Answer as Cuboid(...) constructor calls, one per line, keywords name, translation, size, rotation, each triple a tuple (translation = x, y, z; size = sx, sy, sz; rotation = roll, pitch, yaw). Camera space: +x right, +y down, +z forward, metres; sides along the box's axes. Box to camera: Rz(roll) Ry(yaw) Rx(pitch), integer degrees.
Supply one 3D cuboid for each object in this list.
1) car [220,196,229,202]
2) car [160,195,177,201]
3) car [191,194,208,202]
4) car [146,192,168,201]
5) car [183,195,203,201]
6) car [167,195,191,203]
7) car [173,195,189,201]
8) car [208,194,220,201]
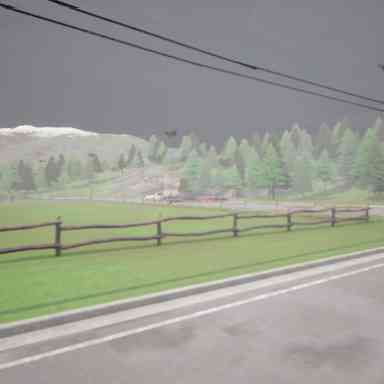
Cuboid(name="car", translation=(6.019, 1.471, 73.658), size=(1.895, 1.301, 4.718), rotation=(0, 0, -35))
Cuboid(name="car", translation=(-5.565, 1.434, 77.967), size=(1.895, 1.301, 4.718), rotation=(0, 0, -35))
Cuboid(name="car", translation=(0.469, 1.435, 69.380), size=(2.033, 1.411, 5.357), rotation=(0, 0, -35))
Cuboid(name="car", translation=(-8.430, 1.075, 75.954), size=(2.150, 2.045, 5.566), rotation=(0, 0, -35))
Cuboid(name="car", translation=(0.179, 1.358, 81.966), size=(2.033, 1.411, 5.357), rotation=(0, 0, -35))
Cuboid(name="car", translation=(-2.628, 1.466, 67.701), size=(1.994, 1.385, 4.181), rotation=(0, 0, -35))
Cuboid(name="car", translation=(-2.684, 1.380, 79.954), size=(1.994, 1.385, 4.181), rotation=(0, 0, -35))
Cuboid(name="car", translation=(3.235, 1.240, 71.532), size=(2.097, 1.767, 4.553), rotation=(0, 0, -35))
